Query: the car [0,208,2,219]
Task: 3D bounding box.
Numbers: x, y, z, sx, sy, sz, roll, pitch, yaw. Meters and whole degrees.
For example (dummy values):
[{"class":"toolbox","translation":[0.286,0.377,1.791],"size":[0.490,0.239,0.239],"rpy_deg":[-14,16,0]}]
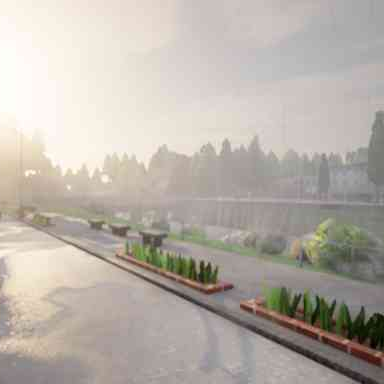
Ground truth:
[{"class":"car","translation":[-17.494,1.553,28.441],"size":[1.994,1.385,4.181],"rpy_deg":[0,0,-35]}]
